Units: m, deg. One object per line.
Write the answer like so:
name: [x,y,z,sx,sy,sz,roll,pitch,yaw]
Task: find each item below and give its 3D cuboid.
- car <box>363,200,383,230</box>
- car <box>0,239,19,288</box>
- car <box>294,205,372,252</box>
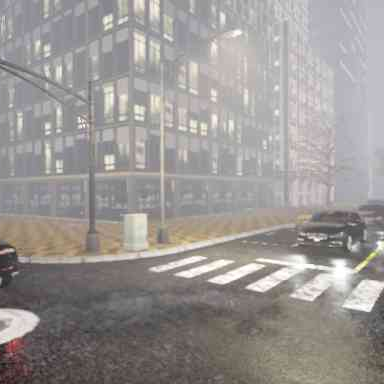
car: [11.573,1.507,21.483,1.812,1.442,4.674,0,0,36]
car: [-6.136,1.559,8.069,4.902,1.511,2.128,-2,-1,35]
car: [6.006,1.494,14.020,1.837,1.490,4.892,0,0,38]
